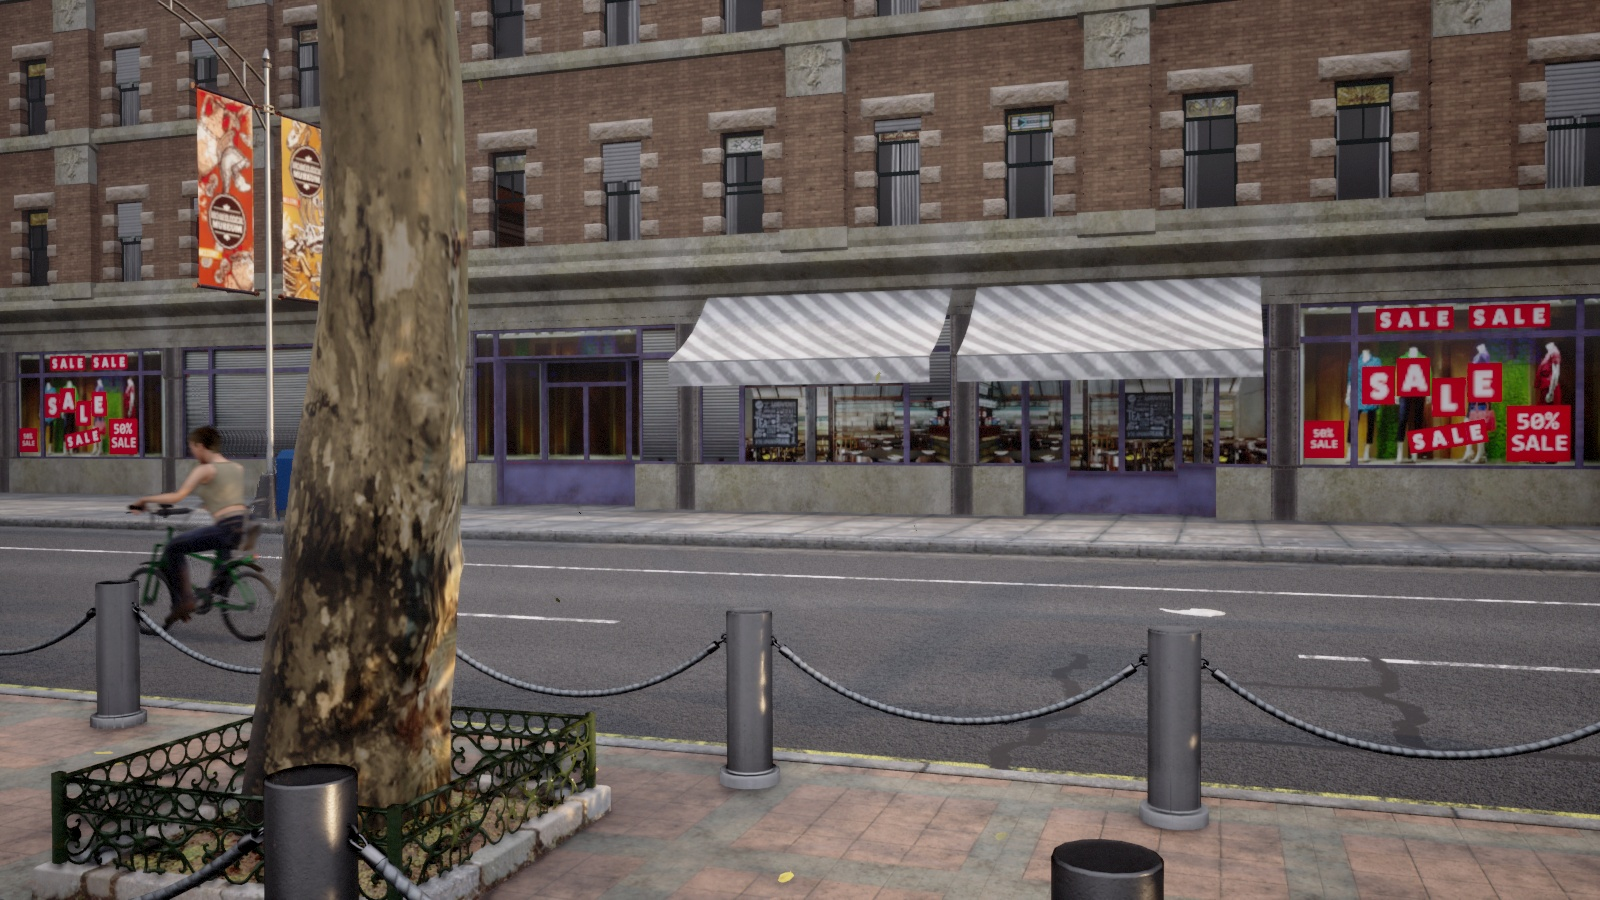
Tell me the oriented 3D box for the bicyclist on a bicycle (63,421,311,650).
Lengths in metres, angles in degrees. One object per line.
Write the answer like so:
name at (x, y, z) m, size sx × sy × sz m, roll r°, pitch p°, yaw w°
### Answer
bicyclist on a bicycle at (-4.620, 0.594, 9.500) m, size 1.509 × 1.612 × 0.866 m, roll 1°, pitch 1°, yaw 19°
